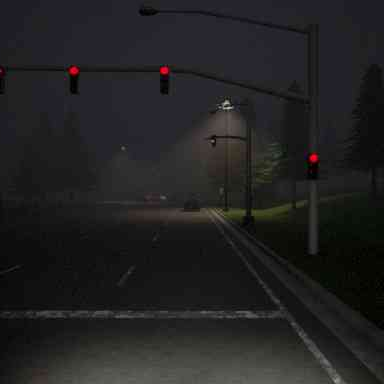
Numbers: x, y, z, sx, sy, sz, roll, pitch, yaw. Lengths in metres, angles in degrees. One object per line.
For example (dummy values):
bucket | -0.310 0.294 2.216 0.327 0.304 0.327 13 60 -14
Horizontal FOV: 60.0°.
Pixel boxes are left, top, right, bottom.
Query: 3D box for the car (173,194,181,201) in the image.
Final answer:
car | -3.606 1.310 80.782 1.882 1.535 5.008 0 0 0

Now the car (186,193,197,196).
car | -0.092 1.217 70.397 2.150 2.045 5.566 0 0 0

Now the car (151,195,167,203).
car | -7.093 1.587 70.804 1.895 1.301 4.718 0 0 0

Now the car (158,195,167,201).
car | -7.106 1.356 80.778 1.812 1.442 4.674 0 0 0

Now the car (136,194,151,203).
car | -10.592 1.531 70.353 2.033 1.411 5.357 0 0 0

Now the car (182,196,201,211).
car | -0.052 1.526 39.754 1.812 1.442 4.674 0 0 0

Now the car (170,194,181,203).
car | -3.593 1.545 70.779 1.994 1.385 4.181 0 0 0

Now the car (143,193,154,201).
car | -10.606 1.187 80.743 2.097 1.767 4.553 0 0 0
